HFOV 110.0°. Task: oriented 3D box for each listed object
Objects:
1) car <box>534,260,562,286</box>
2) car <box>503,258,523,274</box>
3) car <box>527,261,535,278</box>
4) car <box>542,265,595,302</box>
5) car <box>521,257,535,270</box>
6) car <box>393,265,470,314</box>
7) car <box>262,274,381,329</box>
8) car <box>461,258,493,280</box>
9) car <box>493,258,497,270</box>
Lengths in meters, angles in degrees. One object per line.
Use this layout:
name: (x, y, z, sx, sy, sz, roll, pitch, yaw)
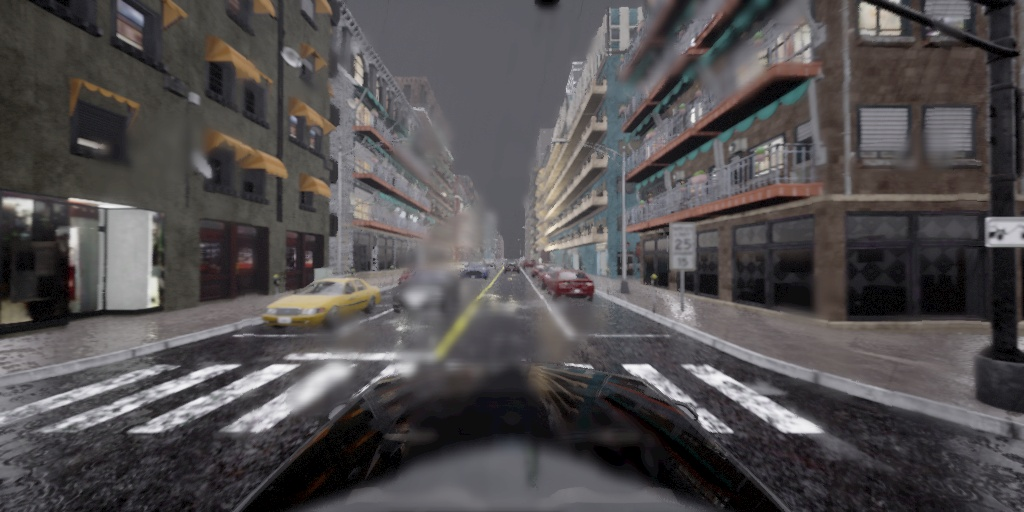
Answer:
car: (2.688, 1.219, 22.578, 1.967, 1.591, 4.097, 0, 0, 0)
car: (-0.006, 1.314, 42.482, 1.837, 1.490, 4.892, 0, 0, 0)
car: (2.686, 1.378, 33.625, 1.802, 1.307, 4.207, 0, 0, 0)
car: (2.689, 1.317, 17.054, 1.888, 1.381, 4.507, 0, 0, 0)
car: (2.682, 1.146, 55.719, 2.192, 1.841, 5.009, 0, 0, 0)
car: (-3.096, 1.258, 13.980, 2.128, 1.511, 4.902, 0, 0, 0)
car: (-5.690, 1.289, 11.373, 1.751, 1.417, 4.829, 0, 0, 0)
car: (-3.093, 1.146, 31.632, 2.097, 1.767, 4.553, 0, 0, 0)
car: (-3.009, 0.971, 47.498, 1.837, 1.490, 4.892, 0, 0, 0)
